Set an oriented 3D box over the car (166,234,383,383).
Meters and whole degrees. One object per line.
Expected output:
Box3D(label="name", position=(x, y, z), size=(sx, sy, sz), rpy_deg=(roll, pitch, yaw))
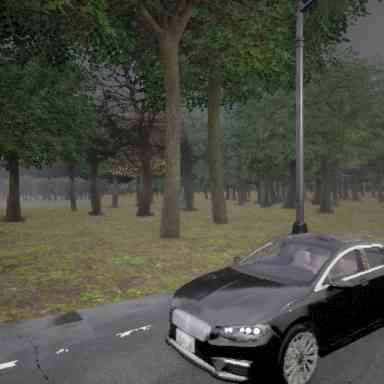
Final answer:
Box3D(label="car", position=(1.918, 1.488, 5.348), size=(4.902, 1.511, 2.128), rpy_deg=(0, 0, -35))
